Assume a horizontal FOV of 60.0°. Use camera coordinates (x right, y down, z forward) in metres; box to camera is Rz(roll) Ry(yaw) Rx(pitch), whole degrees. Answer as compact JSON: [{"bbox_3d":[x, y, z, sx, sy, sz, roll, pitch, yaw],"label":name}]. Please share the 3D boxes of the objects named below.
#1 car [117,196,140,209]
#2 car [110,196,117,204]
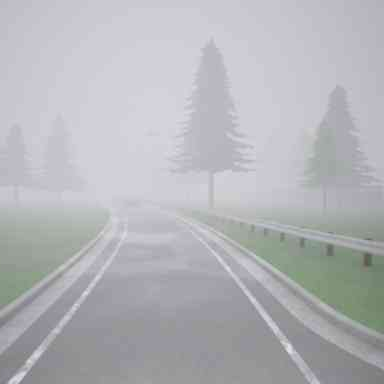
[{"bbox_3d":[-7.523,1.232,40.559,2.128,1.511,4.902,0,0,-18],"label":"car"},{"bbox_3d":[-11.737,1.234,52.632,1.994,1.385,4.181,0,0,-19],"label":"car"}]
